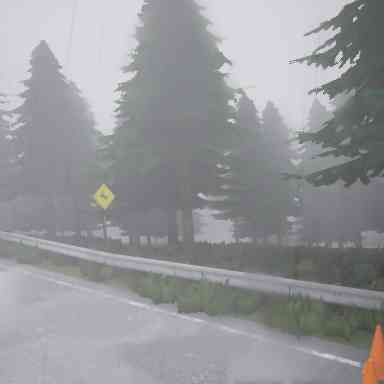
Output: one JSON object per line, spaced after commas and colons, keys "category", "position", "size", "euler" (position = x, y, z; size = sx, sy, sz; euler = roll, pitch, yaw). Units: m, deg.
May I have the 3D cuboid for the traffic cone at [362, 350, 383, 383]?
{"category": "traffic cone", "position": [1.773, 1.956, 3.297], "size": [0.340, 0.580, 0.340], "euler": [0, 0, 34]}

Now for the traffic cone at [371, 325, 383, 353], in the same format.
{"category": "traffic cone", "position": [2.321, 1.956, 4.130], "size": [0.340, 0.580, 0.340], "euler": [0, 0, 34]}
